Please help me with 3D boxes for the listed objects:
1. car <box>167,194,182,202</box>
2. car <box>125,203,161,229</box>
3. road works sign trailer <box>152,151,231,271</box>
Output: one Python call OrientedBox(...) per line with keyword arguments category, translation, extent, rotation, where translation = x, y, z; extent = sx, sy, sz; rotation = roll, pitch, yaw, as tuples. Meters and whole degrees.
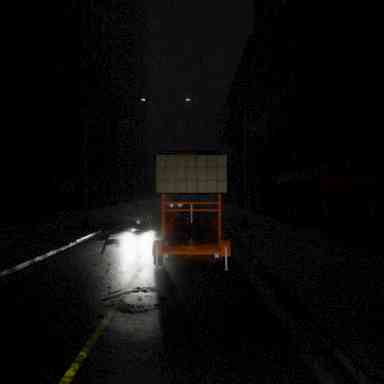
OrientedBox(category="car", translation=(-3.094, 1.280, 64.877), extent=(2.150, 2.045, 5.566), rotation=(0, 0, 0))
OrientedBox(category="car", translation=(-3.130, 1.502, 21.855), extent=(2.128, 1.511, 4.902), rotation=(0, 0, 0))
OrientedBox(category="road works sign trailer", translation=(-0.014, 0.468, 10.927), extent=(2.380, 3.560, 2.880), rotation=(0, 0, 0))
